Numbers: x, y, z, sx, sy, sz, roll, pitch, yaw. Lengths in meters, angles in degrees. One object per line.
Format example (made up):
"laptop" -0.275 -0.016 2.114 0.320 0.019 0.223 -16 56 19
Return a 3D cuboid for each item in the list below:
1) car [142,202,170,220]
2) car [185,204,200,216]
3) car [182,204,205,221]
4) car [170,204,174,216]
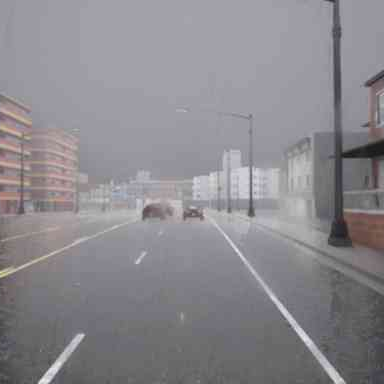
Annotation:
"car" -3.459 1.806 31.057 1.882 1.535 5.008 0 -2 0
"car" 0.044 2.281 42.004 1.812 1.442 4.674 0 -2 1
"car" 0.100 1.838 30.510 1.812 1.442 4.674 0 -2 0
"car" -3.453 2.120 42.315 2.097 1.767 4.553 0 -3 0
